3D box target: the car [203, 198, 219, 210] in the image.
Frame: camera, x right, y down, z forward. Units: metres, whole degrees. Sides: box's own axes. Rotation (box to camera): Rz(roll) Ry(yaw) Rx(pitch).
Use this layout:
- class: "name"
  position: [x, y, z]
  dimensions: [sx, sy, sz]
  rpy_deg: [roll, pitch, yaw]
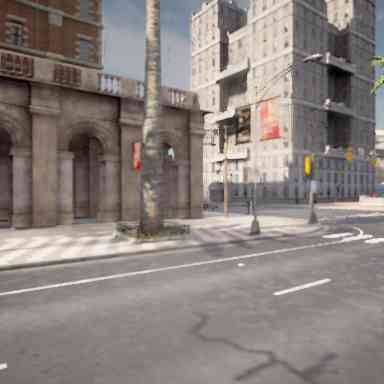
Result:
- class: "car"
  position: [1.514, 1.555, 43.608]
  dimensions: [1.812, 1.442, 4.674]
  rpy_deg: [0, 0, -36]
